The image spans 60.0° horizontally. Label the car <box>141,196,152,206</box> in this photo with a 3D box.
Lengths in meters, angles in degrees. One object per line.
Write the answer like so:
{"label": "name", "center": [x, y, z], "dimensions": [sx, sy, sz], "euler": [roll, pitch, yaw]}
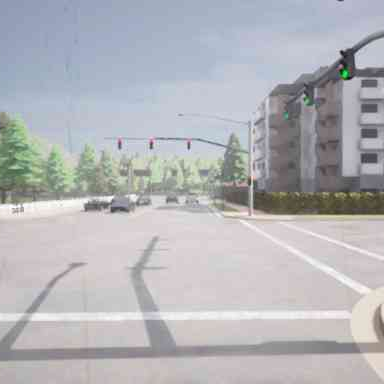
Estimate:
{"label": "car", "center": [-7.027, 1.273, 48.599], "dimensions": [2.128, 1.511, 4.902], "euler": [0, 0, 1]}

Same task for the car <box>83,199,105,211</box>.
{"label": "car", "center": [-10.551, 1.433, 37.256], "dimensions": [1.895, 1.301, 4.718], "euler": [0, 0, 0]}

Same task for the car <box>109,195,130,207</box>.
{"label": "car", "center": [-10.527, 1.260, 48.587], "dimensions": [1.882, 1.535, 5.008], "euler": [0, 0, 1]}

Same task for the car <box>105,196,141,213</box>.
{"label": "car", "center": [-7.063, 1.392, 34.669], "dimensions": [2.033, 1.411, 5.357], "euler": [0, 0, 1]}

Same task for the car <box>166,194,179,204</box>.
{"label": "car", "center": [-3.466, 1.089, 58.636], "dimensions": [2.097, 1.767, 4.553], "euler": [0, 0, 0]}

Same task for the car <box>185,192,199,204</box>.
{"label": "car", "center": [0.034, 0.958, 58.708], "dimensions": [2.150, 2.045, 5.566], "euler": [0, 0, 0]}
